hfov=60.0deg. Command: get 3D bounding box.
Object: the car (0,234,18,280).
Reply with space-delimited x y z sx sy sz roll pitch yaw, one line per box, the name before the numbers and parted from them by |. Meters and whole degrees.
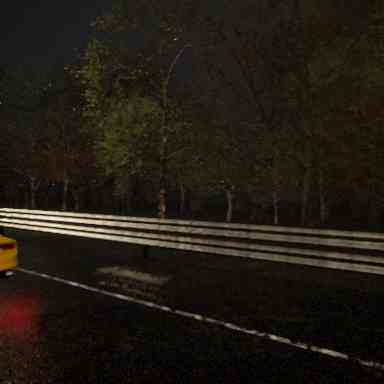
car | -6.518 1.458 8.684 5.008 1.535 1.882 0 0 36
